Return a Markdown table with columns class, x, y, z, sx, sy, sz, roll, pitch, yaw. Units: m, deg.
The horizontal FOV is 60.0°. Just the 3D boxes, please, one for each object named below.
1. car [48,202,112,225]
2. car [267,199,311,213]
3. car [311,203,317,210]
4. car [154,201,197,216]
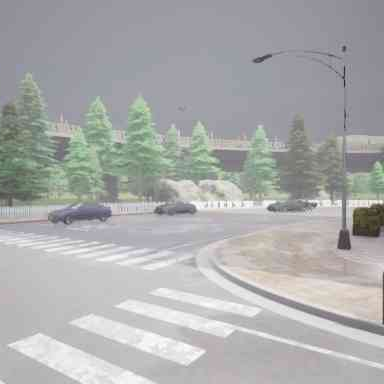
| class | x | y | z | sx | sy | sz | roll | pitch | yaw |
| --- | --- | --- | --- | --- | --- | --- | --- | --- | --- |
| car | -7.927 | 1.469 | 23.910 | 1.812 | 1.442 | 4.674 | 0 | 0 | 38 |
| car | 10.067 | 1.508 | 35.527 | 4.181 | 1.385 | 1.994 | 0 | 0 | -23 |
| car | 12.600 | 1.545 | 40.292 | 4.718 | 1.301 | 1.895 | 0 | 0 | -16 |
| car | -1.520 | 1.508 | 31.520 | 4.181 | 1.385 | 1.994 | 0 | 0 | -43 |
